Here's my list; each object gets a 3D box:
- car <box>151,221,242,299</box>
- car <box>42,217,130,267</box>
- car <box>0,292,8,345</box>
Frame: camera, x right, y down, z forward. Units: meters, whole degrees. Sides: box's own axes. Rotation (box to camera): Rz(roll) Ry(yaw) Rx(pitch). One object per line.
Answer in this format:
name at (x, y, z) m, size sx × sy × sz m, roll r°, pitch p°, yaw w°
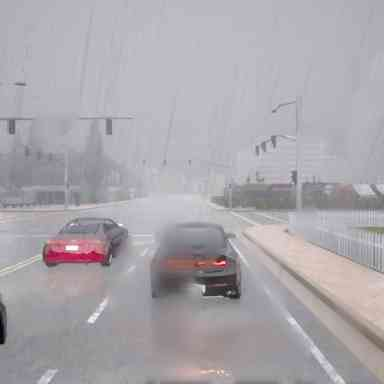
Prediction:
car at (0.087, 1.505, 8.440) m, size 1.837 × 1.490 × 4.892 m, roll 0°, pitch 0°, yaw 0°
car at (-3.418, 1.564, 11.479) m, size 1.994 × 1.385 × 4.181 m, roll 0°, pitch 0°, yaw 0°
car at (-3.408, 1.492, 2.570) m, size 2.128 × 1.511 × 4.902 m, roll 0°, pitch 0°, yaw 0°
